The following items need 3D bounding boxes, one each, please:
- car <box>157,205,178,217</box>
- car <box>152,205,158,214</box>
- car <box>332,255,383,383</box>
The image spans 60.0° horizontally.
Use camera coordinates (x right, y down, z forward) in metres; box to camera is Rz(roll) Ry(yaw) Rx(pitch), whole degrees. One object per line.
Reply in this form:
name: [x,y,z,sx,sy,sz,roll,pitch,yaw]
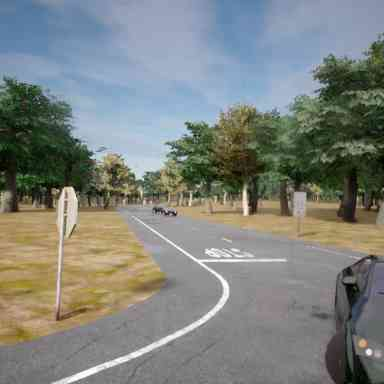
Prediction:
car: [-3.410,2.845,48.022,1.895,1.301,4.718,3,-2,-13]
car: [-5.649,2.955,56.873,1.882,1.535,5.008,3,-2,-14]
car: [3.094,1.642,4.606,1.994,1.385,4.181,1,-1,22]
